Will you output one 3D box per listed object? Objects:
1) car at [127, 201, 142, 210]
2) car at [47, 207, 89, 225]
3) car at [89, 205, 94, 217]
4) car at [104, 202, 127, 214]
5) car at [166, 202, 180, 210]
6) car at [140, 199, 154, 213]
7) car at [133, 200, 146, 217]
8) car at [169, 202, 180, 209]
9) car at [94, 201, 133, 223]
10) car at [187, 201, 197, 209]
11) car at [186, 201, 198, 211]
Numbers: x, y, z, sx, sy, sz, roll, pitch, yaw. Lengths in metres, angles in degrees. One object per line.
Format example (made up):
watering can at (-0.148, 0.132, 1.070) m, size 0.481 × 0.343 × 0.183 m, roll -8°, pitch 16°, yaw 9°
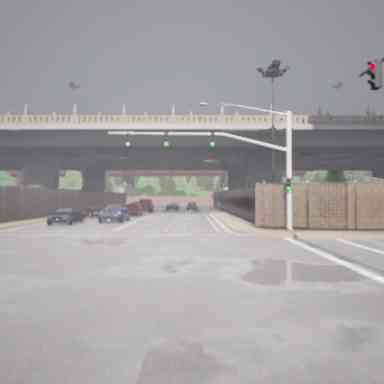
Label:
car at (-10.523, 2.481, 61.479) m, size 1.837 × 1.490 × 4.892 m, roll 0°, pitch -1°, yaw 0°
car at (-10.590, 2.015, 28.173) m, size 1.994 × 1.385 × 4.181 m, roll 0°, pitch -1°, yaw 1°
car at (-10.597, 2.147, 36.555) m, size 1.994 × 1.385 × 4.181 m, roll 0°, pitch -1°, yaw 0°
car at (-10.597, 2.231, 46.567) m, size 2.128 × 1.511 × 4.902 m, roll 0°, pitch -1°, yaw 0°
car at (-3.510, 2.521, 57.957) m, size 1.895 × 1.301 × 4.718 m, roll 0°, pitch -1°, yaw 0°
car at (-7.084, 2.023, 50.493) m, size 2.150 × 2.045 × 5.566 m, roll 0°, pitch -1°, yaw 0°
car at (-7.093, 2.113, 39.844) m, size 1.882 × 1.535 × 5.008 m, roll 0°, pitch -1°, yaw 0°
car at (-3.512, 2.675, 67.948) m, size 1.895 × 1.301 × 4.718 m, roll 0°, pitch -1°, yaw 0°
car at (-7.094, 1.842, 30.619) m, size 2.097 × 1.767 × 4.553 m, roll 0°, pitch -1°, yaw 0°
car at (-0.011, 2.583, 67.920) m, size 2.128 × 1.511 × 4.902 m, roll 0°, pitch -1°, yaw 0°
car at (-0.010, 2.516, 57.594) m, size 1.895 × 1.301 × 4.718 m, roll 0°, pitch -1°, yaw 0°
